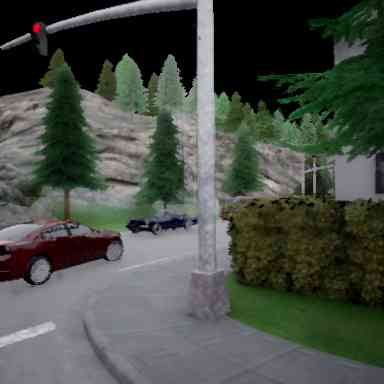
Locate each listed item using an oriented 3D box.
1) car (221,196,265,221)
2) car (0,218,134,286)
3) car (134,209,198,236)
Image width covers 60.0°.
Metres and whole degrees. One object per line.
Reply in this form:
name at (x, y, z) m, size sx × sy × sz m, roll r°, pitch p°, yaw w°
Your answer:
car at (4.615, 1.328, 28.261) m, size 2.150 × 2.045 × 5.566 m, roll -1°, pitch 0°, yaw 36°
car at (-4.034, 1.549, 9.876) m, size 1.882 × 1.535 × 5.008 m, roll -2°, pitch -1°, yaw 23°
car at (-1.670, 1.708, 19.600) m, size 1.895 × 1.301 × 4.718 m, roll -1°, pitch 0°, yaw 36°
